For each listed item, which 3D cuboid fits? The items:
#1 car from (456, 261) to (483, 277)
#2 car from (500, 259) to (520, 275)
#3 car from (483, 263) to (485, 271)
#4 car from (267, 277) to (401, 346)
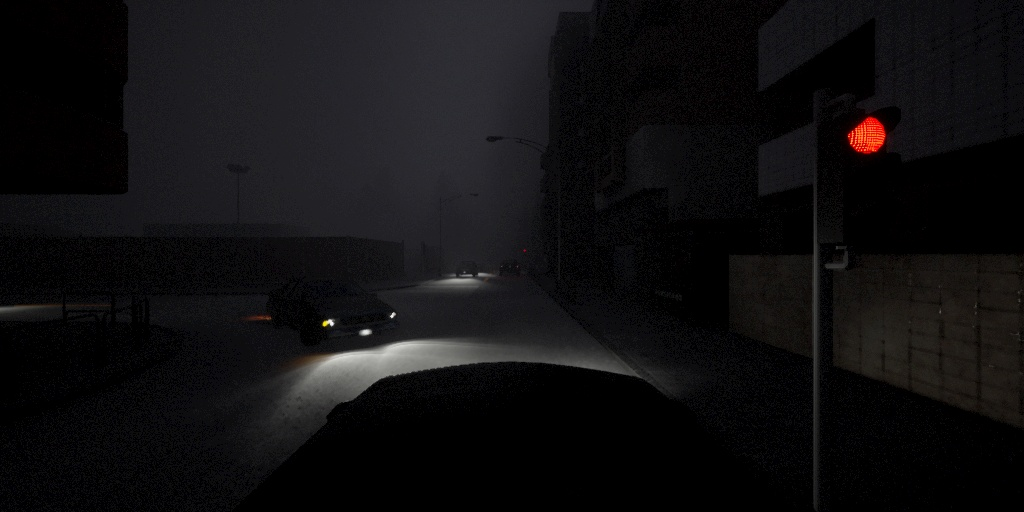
[{"bbox_3d":[-4.409,1.241,35.652,2.128,1.511,4.902,0,0,0],"label":"car"},{"bbox_3d":[-0.232,1.102,38.336,2.097,1.767,4.553,0,0,-1],"label":"car"},{"bbox_3d":[-4.476,1.351,45.766,1.895,1.301,4.718,0,0,0],"label":"car"},{"bbox_3d":[-5.099,1.297,9.757,5.357,1.411,2.033,0,0,44],"label":"car"}]
